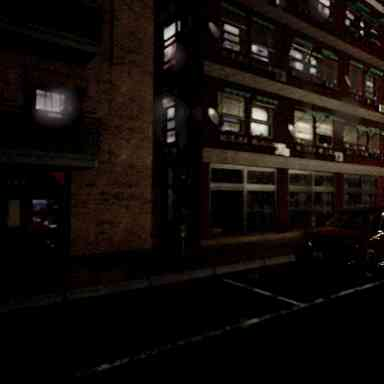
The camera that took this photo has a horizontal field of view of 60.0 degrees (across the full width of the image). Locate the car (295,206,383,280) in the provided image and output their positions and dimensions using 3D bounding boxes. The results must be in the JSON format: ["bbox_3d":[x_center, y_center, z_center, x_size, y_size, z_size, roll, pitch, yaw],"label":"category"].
[{"bbox_3d":[5.433,1.393,10.429,5.009,1.841,2.192,1,0,-35],"label":"car"}]
